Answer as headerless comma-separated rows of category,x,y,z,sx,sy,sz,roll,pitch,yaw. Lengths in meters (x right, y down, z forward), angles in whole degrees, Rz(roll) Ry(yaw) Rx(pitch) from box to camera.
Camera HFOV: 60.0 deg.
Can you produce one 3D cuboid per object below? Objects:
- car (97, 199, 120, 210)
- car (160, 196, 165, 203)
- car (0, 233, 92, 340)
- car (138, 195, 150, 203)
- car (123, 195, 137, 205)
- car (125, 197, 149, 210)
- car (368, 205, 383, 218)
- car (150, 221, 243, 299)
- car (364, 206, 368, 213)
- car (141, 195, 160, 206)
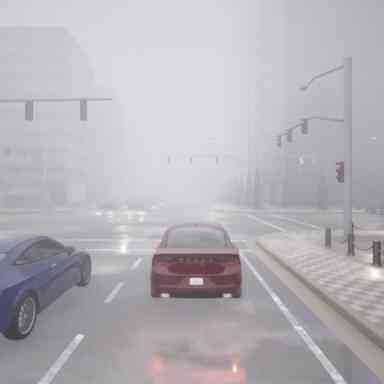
car,-10.512,1.600,41.973,1.895,1.301,4.718,0,0,0
car,-6.858,1.524,71.554,2.128,1.511,4.902,0,0,0
car,-3.417,1.526,6.407,1.812,1.442,4.674,0,0,0
car,-10.357,1.499,72.186,1.837,1.490,4.892,0,0,0
car,-10.466,1.351,57.290,2.097,1.767,4.553,0,0,0
car,-6.881,1.600,41.949,1.895,1.301,4.718,0,0,-2
car,17.768,1.435,27.403,4.902,1.511,2.128,0,0,0
car,0.097,1.477,8.535,1.882,1.535,5.008,0,0,0
car,18.678,1.545,30.896,4.718,1.301,1.895,0,0,0
car,-6.971,1.525,56.373,1.812,1.442,4.674,0,0,0
